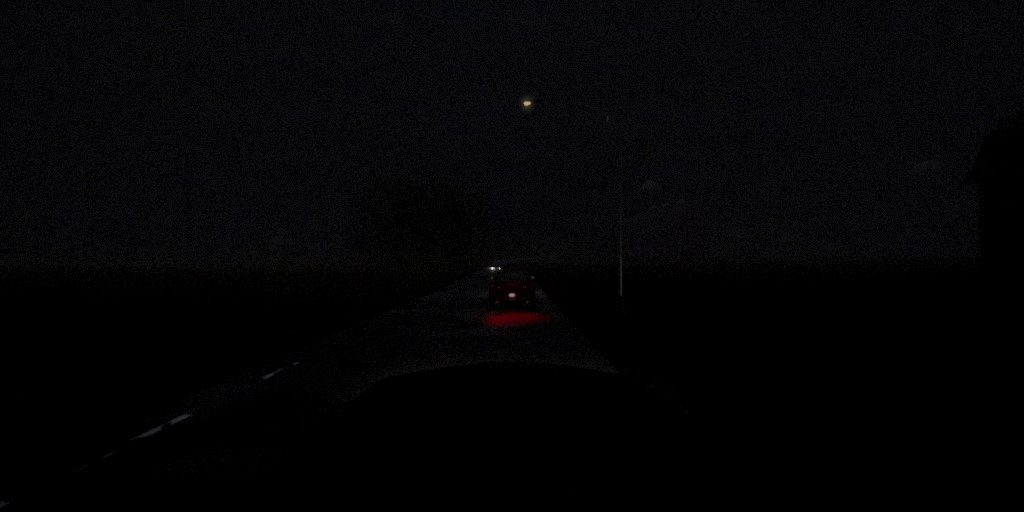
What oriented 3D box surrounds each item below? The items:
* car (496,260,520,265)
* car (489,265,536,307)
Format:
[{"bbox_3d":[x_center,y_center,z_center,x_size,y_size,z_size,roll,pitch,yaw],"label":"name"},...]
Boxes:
[{"bbox_3d":[0.022,1.279,30.262,2.097,1.767,4.553,0,0,0],"label":"car"},{"bbox_3d":[0.029,1.341,16.114,1.882,1.535,5.008,0,0,1],"label":"car"}]
